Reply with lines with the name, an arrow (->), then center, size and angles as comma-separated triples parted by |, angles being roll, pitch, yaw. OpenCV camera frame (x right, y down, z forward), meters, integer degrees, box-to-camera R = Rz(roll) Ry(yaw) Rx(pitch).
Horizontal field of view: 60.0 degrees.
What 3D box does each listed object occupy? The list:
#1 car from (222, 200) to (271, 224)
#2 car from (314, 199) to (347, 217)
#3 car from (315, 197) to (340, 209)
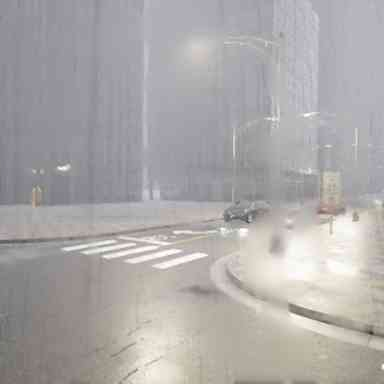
car -> 3.917, 1.319, 23.247 | 1.837, 1.490, 4.892 | 1, 1, 35
car -> 12.354, 1.386, 29.562 | 1.994, 1.385, 4.181 | 1, 1, 35
car -> 16.972, 1.318, 41.521 | 1.895, 1.301, 4.718 | 1, 1, 36
